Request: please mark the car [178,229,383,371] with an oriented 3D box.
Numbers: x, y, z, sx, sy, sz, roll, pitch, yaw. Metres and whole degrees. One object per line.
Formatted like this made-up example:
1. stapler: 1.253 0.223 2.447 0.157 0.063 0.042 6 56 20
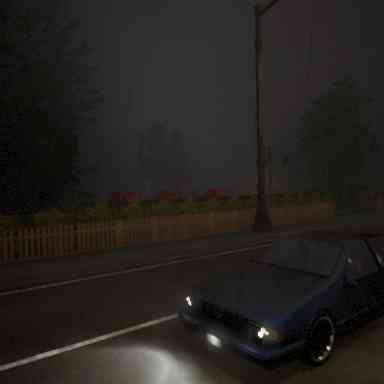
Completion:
1. car: 2.393 1.418 5.809 5.357 1.411 2.033 -2 1 -37
